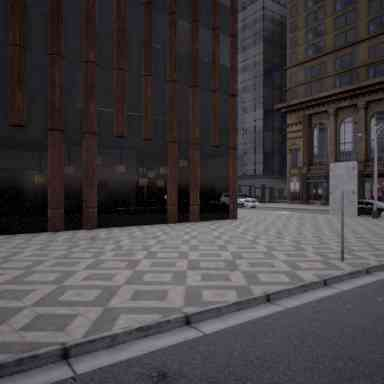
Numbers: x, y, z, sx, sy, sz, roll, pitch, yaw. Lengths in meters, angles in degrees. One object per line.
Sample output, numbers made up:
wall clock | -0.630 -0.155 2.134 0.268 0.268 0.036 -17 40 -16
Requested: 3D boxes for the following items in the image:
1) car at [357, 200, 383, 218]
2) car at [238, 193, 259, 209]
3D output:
car | 15.427 1.453 28.687 1.837 1.490 4.892 0 0 -37
car | 5.882 1.125 42.107 2.150 2.045 5.566 0 0 -35
